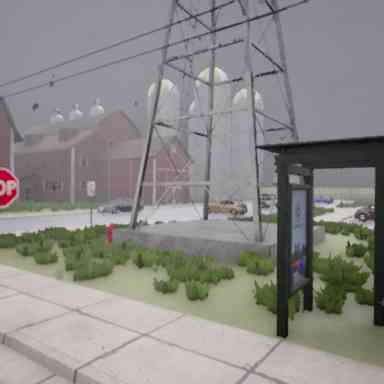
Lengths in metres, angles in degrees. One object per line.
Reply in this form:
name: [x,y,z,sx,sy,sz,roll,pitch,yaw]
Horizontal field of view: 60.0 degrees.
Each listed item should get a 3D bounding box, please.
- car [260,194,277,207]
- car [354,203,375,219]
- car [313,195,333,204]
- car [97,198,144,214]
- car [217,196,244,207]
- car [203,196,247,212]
car: [10.236,1.212,42.494,3.866,1.878,1.905,0,0,35]
car: [14.287,1.504,24.745,3.905,1.438,1.784,0,0,35]
car: [24.011,1.377,62.399,4.611,1.667,2.242,0,0,35]
car: [-6.654,1.345,31.392,2.128,1.511,4.902,0,0,34]
car: [5.778,1.329,49.464,1.882,1.535,5.008,0,0,35]
car: [3.029,1.410,31.086,4.193,1.474,1.816,0,0,35]
